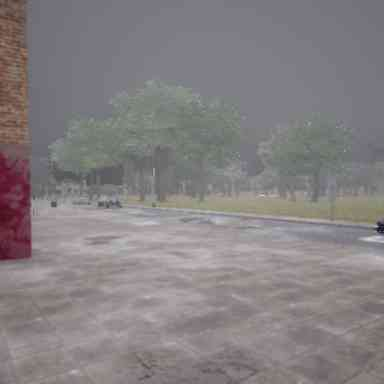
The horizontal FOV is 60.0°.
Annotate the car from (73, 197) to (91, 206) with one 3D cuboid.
[{"bbox_3d":[-18.384,1.508,55.495,1.994,1.385,4.181,-1,1,-35],"label":"car"}]

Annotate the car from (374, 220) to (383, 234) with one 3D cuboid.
[{"bbox_3d":[10.783,1.566,14.654,1.895,1.301,4.718,-1,1,-36],"label":"car"}]

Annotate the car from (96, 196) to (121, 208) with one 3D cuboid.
[{"bbox_3d":[-11.567,1.281,45.943,2.097,1.767,4.553,-1,1,-35],"label":"car"}]
